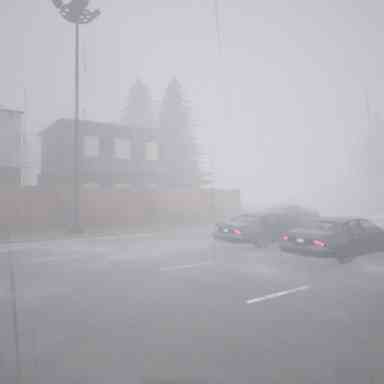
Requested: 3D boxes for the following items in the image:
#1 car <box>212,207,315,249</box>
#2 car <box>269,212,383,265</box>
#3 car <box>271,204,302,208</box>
[{"bbox_3d":[3.398,1.597,14.775,5.357,1.411,2.033,0,0,-35],"label":"car"},{"bbox_3d":[5.467,1.597,11.952,5.357,1.411,2.033,0,0,-35],"label":"car"},{"bbox_3d":[6.446,1.556,21.722,5.008,1.535,1.882,0,0,-40],"label":"car"}]
